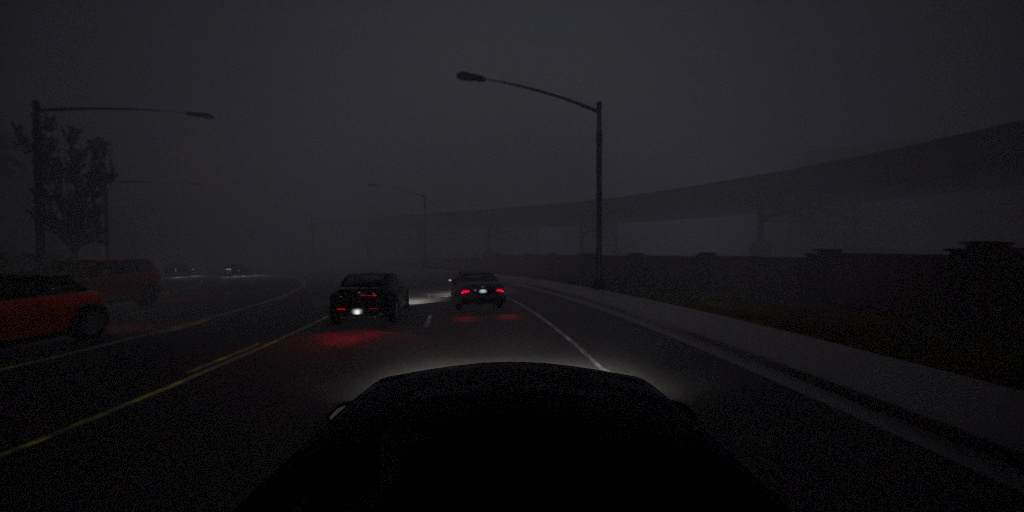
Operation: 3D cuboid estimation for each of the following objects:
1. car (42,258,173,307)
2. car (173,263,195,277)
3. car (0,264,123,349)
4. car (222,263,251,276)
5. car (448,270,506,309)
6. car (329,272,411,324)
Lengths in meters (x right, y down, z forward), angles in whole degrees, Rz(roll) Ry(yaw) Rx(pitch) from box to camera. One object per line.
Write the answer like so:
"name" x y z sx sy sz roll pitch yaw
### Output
"car" -15.721 1.080 13.230 2.150 2.045 5.566 0 0 -15
"car" -42.110 1.648 45.446 4.553 1.767 2.097 -1 1 35
"car" -11.119 1.160 7.093 2.097 1.767 4.553 0 0 -7
"car" -33.772 1.640 43.920 4.892 1.490 1.837 -1 0 36
"car" -1.572 1.274 14.939 2.033 1.411 5.357 0 0 -13
"car" -4.645 1.264 12.163 1.837 1.490 4.892 0 0 -10
